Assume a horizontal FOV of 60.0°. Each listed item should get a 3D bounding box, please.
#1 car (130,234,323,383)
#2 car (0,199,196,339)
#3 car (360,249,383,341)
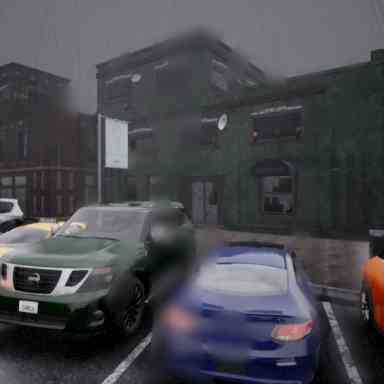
[{"bbox_3d":[0.975,1.526,5.399,2.002,1.452,4.674,0,-1,15],"label":"car"},{"bbox_3d":[-1.457,1.236,7.118,2.435,2.045,5.566,1,-1,15],"label":"car"},{"bbox_3d":[3.439,1.360,3.695,2.185,1.767,4.553,1,-1,15],"label":"car"}]
